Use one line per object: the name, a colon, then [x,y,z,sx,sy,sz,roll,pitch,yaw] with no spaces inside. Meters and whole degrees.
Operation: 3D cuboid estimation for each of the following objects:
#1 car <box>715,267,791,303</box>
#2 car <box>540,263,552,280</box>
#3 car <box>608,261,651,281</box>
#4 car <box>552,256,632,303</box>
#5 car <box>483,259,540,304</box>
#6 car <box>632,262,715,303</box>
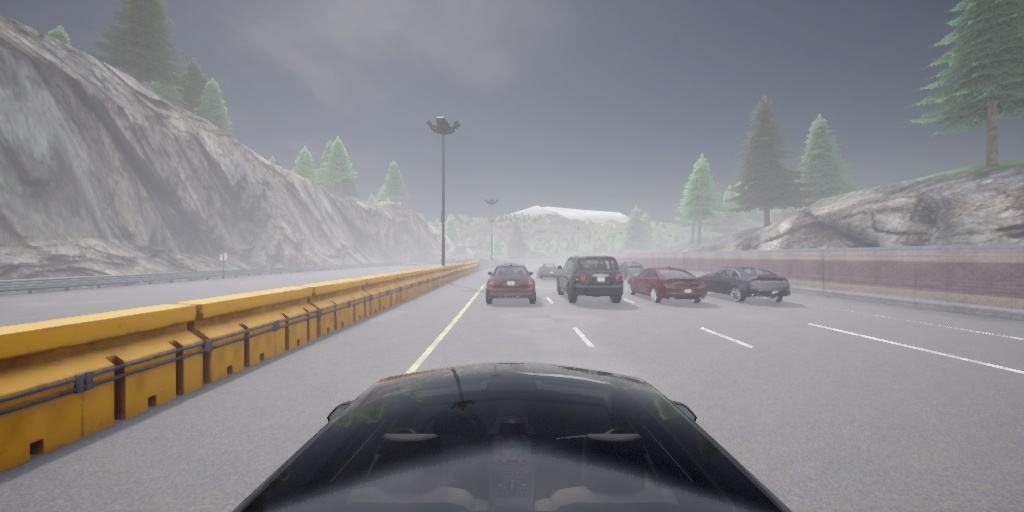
car: [10.433,1.246,16.699,2.128,1.511,4.902,0,0,-1]
car: [3.244,1.323,31.609,1.994,1.385,4.181,0,0,-1]
car: [10.243,1.246,31.698,2.128,1.511,4.902,0,0,-1]
car: [3.433,1.008,16.640,2.150,2.045,5.566,0,0,-1]
car: [-0.066,1.116,16.536,2.097,1.767,4.553,0,0,-1]
car: [6.933,1.235,16.655,1.882,1.535,5.008,0,0,-1]
